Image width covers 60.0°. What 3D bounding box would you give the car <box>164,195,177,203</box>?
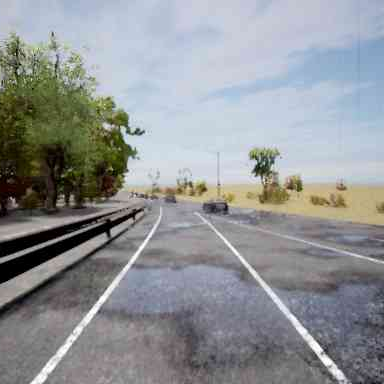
[{"bbox_3d":[-4.475,1.329,67.369,2.097,1.767,4.553,0,0,-12],"label":"car"}]

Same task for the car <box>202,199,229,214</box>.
[{"bbox_3d":[2.401,1.443,35.112,2.128,1.511,4.902,0,0,-12],"label":"car"}]
